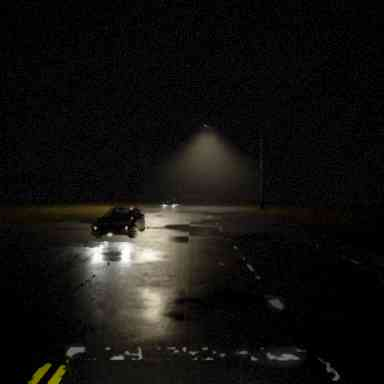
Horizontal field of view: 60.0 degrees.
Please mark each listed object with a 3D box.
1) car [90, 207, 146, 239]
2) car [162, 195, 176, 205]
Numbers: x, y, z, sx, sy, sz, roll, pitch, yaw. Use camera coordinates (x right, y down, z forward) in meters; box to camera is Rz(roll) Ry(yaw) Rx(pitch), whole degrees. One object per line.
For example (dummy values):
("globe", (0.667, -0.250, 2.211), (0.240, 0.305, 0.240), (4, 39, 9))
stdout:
("car", (-3.512, 1.486, 16.927), (2.033, 1.411, 5.357), (0, -1, 0))
("car", (-3.751, 1.348, 55.103), (1.837, 1.490, 4.892), (0, 0, 0))
